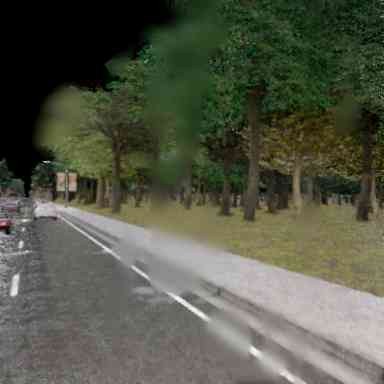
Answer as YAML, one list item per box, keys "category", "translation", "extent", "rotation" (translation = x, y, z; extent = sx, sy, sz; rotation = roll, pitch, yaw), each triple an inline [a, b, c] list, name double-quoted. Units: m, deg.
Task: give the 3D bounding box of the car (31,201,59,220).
- category: "car"
  translation: [-13.460, 1.784, 30.507]
  extent: [1.812, 1.442, 4.674]
  rotation: [1, -1, -26]

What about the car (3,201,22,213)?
- category: "car"
  translation: [-21.817, 1.791, 40.348]
  extent: [2.128, 1.511, 4.902]
  rotation: [1, -1, -26]

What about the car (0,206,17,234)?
- category: "car"
  translation: [-11.592, 1.721, 19.534]
  extent: [1.895, 1.301, 4.718]
  rotation: [1, -1, -26]
